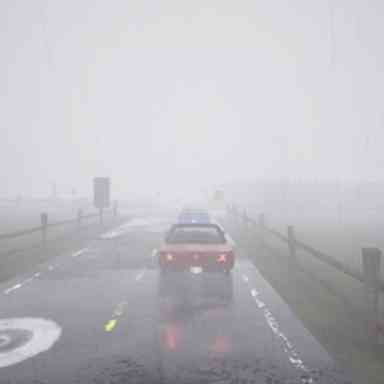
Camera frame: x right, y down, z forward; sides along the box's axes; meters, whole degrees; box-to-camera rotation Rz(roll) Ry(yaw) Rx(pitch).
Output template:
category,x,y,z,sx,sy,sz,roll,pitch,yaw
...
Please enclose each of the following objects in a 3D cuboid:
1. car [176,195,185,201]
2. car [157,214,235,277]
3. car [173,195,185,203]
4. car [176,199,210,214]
category,x,y,z,sx,sy,sz,roll,pitch,yaw
car,-2.734,1.384,82.122,2.033,1.411,5.357,0,0,0
car,0.103,1.575,10.156,1.895,1.301,4.718,0,0,0
car,-2.749,1.426,66.614,1.994,1.385,4.181,0,0,0
car,0.102,1.428,20.173,1.882,1.535,5.008,0,0,0
